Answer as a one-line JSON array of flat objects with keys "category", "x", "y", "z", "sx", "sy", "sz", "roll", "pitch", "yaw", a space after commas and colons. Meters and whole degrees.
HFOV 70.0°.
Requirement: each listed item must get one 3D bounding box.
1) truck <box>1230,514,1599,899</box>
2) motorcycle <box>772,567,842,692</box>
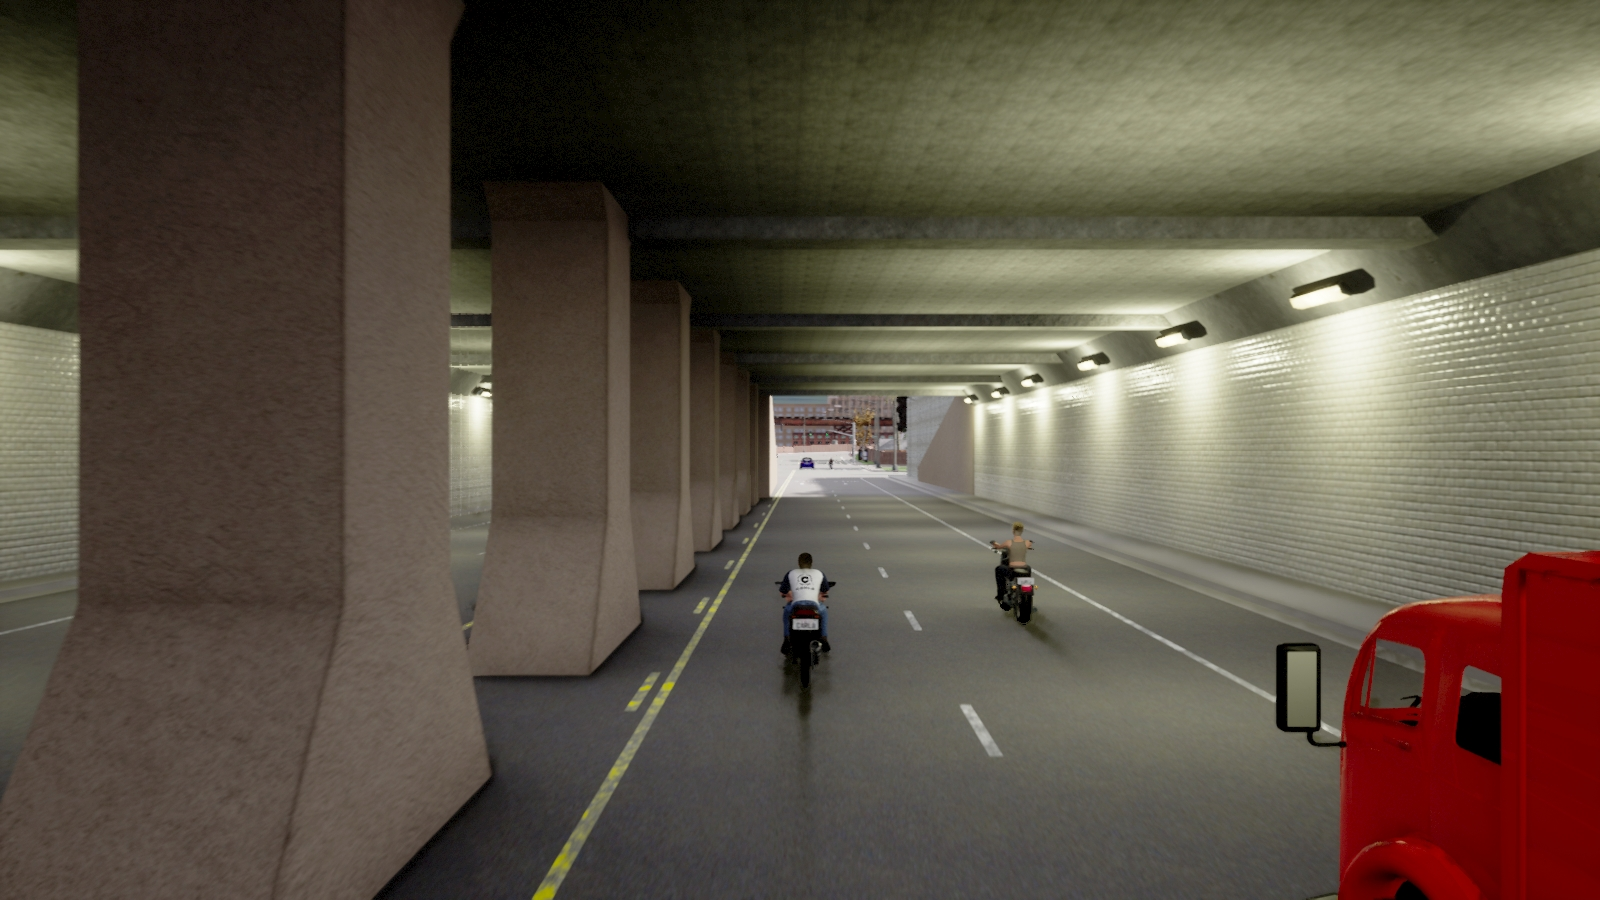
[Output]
[{"category": "truck", "x": 3.510, "y": 1.569, "z": 3.255, "sx": 2.627, "sy": 2.467, "sz": 5.204, "roll": 0, "pitch": 0, "yaw": 0}, {"category": "motorcycle", "x": 0.087, "y": 2.174, "z": 14.176, "sx": 0.803, "sy": 1.224, "sz": 2.033, "roll": 0, "pitch": 0, "yaw": 0}]
